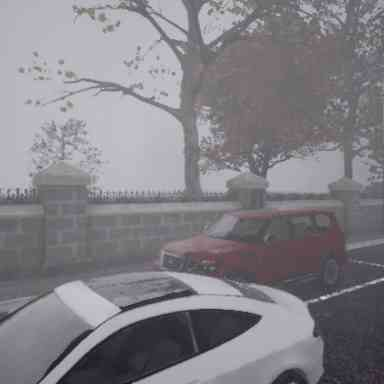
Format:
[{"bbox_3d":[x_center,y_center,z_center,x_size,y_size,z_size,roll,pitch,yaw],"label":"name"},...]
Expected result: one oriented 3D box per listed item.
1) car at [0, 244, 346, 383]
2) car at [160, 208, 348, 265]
[{"bbox_3d":[-0.745,1.527,2.845,4.674,1.442,1.812,0,0,-35],"label":"car"},{"bbox_3d":[1.583,1.326,7.688,5.009,1.841,2.192,0,0,-35],"label":"car"}]
